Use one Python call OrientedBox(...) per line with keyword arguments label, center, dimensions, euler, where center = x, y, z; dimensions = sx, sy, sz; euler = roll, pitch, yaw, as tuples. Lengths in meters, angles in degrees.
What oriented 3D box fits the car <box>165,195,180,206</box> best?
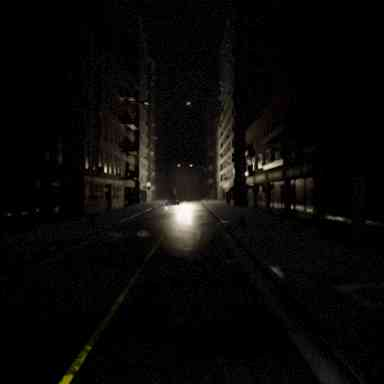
OrientedBox(label="car", center=(-2.966, 1.293, 51.670), dimensions=(2.097, 1.767, 4.553), euler=(0, 0, 0))
